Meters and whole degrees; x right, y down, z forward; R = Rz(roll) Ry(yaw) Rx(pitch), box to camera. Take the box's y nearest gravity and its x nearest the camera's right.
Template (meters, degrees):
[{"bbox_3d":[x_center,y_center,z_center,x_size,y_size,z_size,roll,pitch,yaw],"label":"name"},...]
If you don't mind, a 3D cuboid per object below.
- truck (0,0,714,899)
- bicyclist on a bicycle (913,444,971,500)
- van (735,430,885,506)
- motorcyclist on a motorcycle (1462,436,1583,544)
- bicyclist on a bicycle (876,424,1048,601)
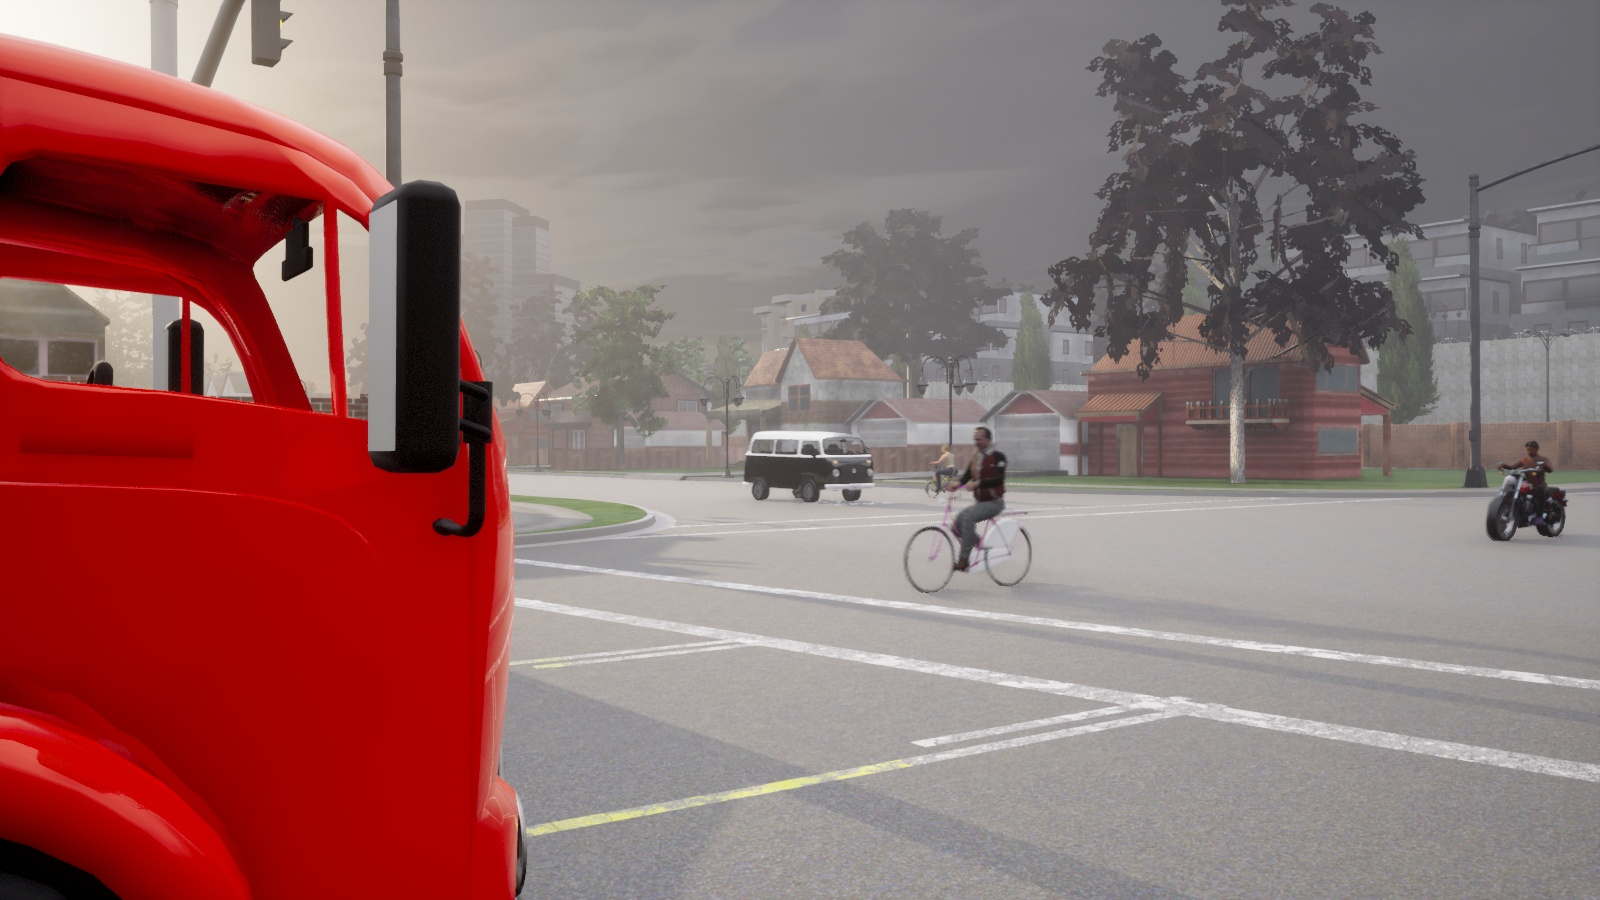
[{"bbox_3d":[-3.027,0.263,1.582,5.204,2.467,2.627,0,0,-34],"label":"truck"},{"bbox_3d":[4.177,0.634,36.969,0.866,1.612,1.509,-1,0,-37],"label":"bicyclist on a bicycle"},{"bbox_3d":[0.211,0.458,36.413,2.069,2.038,4.480,-1,1,-36],"label":"van"},{"bbox_3d":[11.728,0.609,20.349,2.350,1.649,0.766,-1,0,-35],"label":"motorcyclist on a motorcycle"},{"bbox_3d":[1.745,0.624,13.402,1.843,1.776,0.659,0,0,-35],"label":"bicyclist on a bicycle"}]
